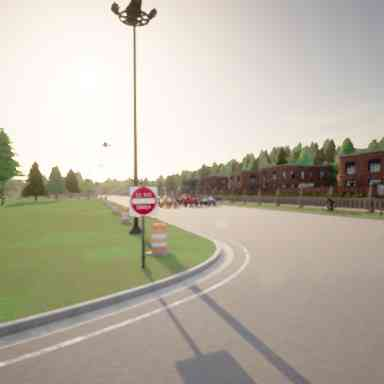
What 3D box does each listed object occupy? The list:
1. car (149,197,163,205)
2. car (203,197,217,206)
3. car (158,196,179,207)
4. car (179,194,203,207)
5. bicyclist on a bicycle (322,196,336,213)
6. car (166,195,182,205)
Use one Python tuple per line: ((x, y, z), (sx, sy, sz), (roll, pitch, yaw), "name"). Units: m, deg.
((-6.944, 1.733, 63.456), (1.994, 1.385, 4.181), (0, 0, -17), "car")
((2.671, 1.598, 55.850), (1.812, 1.442, 4.674), (0, 0, -15), "car")
((-3.982, 1.479, 53.661), (2.097, 1.767, 4.553), (0, 0, -16), "car")
((-0.552, 1.319, 54.391), (2.150, 2.045, 5.566), (0, 0, -16), "car")
((13.632, 1.240, 33.023), (1.656, 1.620, 0.582), (-1, 0, -17), "bicyclist on a bicycle")
((-3.582, 1.493, 64.424), (2.097, 1.767, 4.553), (0, 0, -17), "car")
